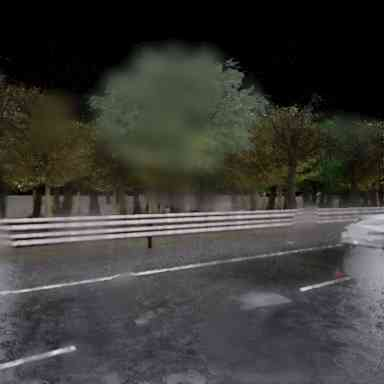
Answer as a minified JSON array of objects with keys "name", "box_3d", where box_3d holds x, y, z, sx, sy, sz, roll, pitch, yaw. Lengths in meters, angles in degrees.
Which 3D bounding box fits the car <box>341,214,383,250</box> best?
[{"name":"car","box_3d":[8.041,1.653,13.688,4.674,1.442,1.812,0,0,-34]}]
